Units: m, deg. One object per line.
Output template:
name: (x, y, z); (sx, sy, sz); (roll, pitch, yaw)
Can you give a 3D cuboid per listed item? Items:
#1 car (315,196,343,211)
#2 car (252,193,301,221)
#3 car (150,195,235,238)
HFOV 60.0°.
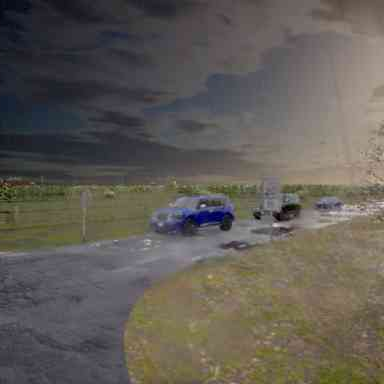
car: (15.438, 1.257, 37.389); (1.882, 1.535, 5.008); (0, 0, 39)
car: (6.916, 1.109, 26.650); (2.150, 2.045, 5.566); (0, 0, 38)
car: (0.209, 1.197, 18.168); (2.150, 2.045, 5.566); (0, 0, 38)
